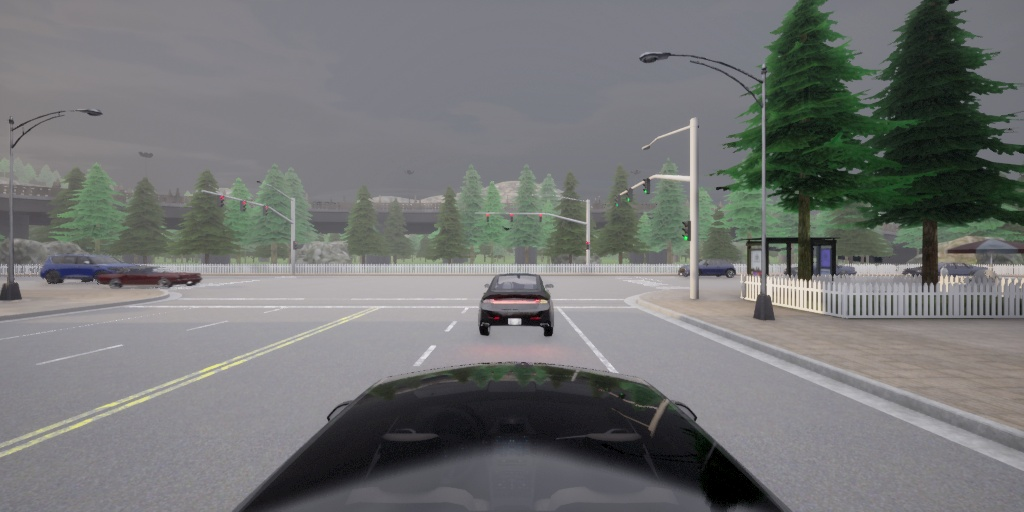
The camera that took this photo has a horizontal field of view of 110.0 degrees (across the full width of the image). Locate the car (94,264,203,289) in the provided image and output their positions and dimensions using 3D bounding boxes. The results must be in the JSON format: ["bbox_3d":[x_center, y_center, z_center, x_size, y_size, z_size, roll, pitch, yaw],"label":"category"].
[{"bbox_3d":[-21.844,1.295,21.835,4.718,1.301,1.895,0,0,0],"label":"car"}]

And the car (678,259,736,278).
[{"bbox_3d":[17.514,1.046,32.366,4.553,1.767,2.097,0,0,0],"label":"car"}]

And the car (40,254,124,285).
[{"bbox_3d":[-29.570,0.915,25.336,5.566,2.045,2.150,0,0,0],"label":"car"}]

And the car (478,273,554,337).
[{"bbox_3d":[0.180,1.242,10.372,2.128,1.511,4.902,0,0,3],"label":"car"}]

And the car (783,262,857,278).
[{"bbox_3d":[27.671,1.242,32.274,5.357,1.411,2.033,0,0,1],"label":"car"}]

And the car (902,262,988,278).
[{"bbox_3d":[38.061,1.242,31.528,5.357,1.411,2.033,0,0,10],"label":"car"}]
